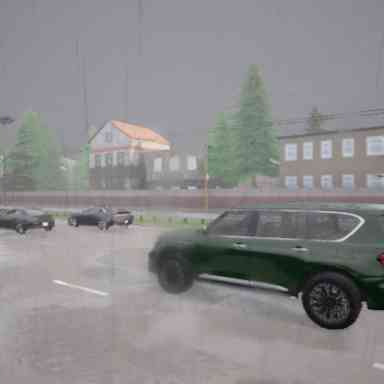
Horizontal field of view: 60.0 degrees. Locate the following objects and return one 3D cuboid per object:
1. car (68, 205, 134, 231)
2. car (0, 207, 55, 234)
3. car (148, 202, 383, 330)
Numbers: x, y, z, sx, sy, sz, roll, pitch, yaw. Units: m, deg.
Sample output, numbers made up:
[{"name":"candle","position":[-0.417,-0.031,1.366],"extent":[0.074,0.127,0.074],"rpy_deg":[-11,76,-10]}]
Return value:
[{"name":"car","position":[-5.863,1.578,21.092],"extent":[4.902,1.511,2.128],"rpy_deg":[0,0,36]},{"name":"car","position":[-9.996,1.625,19.727],"extent":[4.674,1.442,1.812],"rpy_deg":[0,0,35]},{"name":"car","position":[1.597,1.236,7.155],"extent":[5.566,2.045,2.150],"rpy_deg":[0,0,36]}]
